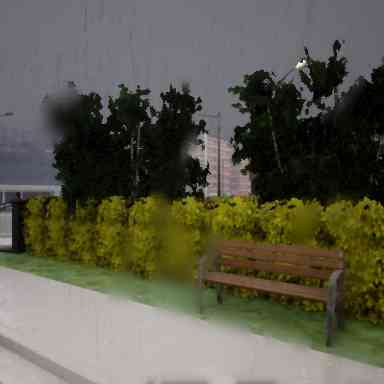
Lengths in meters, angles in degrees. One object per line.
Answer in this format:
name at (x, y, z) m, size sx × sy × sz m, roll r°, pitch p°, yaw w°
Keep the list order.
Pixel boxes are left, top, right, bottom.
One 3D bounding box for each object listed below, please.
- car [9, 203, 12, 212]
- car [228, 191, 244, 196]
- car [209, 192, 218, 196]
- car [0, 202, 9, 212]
car at (-16.616, 1.480, 35.837) m, size 1.812 × 1.442 × 4.674 m, roll 0°, pitch 0°, yaw 35°
car at (9.683, 0.519, 73.172) m, size 2.097 × 1.767 × 4.553 m, roll 0°, pitch 0°, yaw 35°
car at (4.353, 0.723, 71.666) m, size 1.812 × 1.442 × 4.674 m, roll 0°, pitch 1°, yaw 35°
car at (-19.754, 1.520, 37.455) m, size 1.994 × 1.385 × 4.181 m, roll 0°, pitch 0°, yaw 35°
